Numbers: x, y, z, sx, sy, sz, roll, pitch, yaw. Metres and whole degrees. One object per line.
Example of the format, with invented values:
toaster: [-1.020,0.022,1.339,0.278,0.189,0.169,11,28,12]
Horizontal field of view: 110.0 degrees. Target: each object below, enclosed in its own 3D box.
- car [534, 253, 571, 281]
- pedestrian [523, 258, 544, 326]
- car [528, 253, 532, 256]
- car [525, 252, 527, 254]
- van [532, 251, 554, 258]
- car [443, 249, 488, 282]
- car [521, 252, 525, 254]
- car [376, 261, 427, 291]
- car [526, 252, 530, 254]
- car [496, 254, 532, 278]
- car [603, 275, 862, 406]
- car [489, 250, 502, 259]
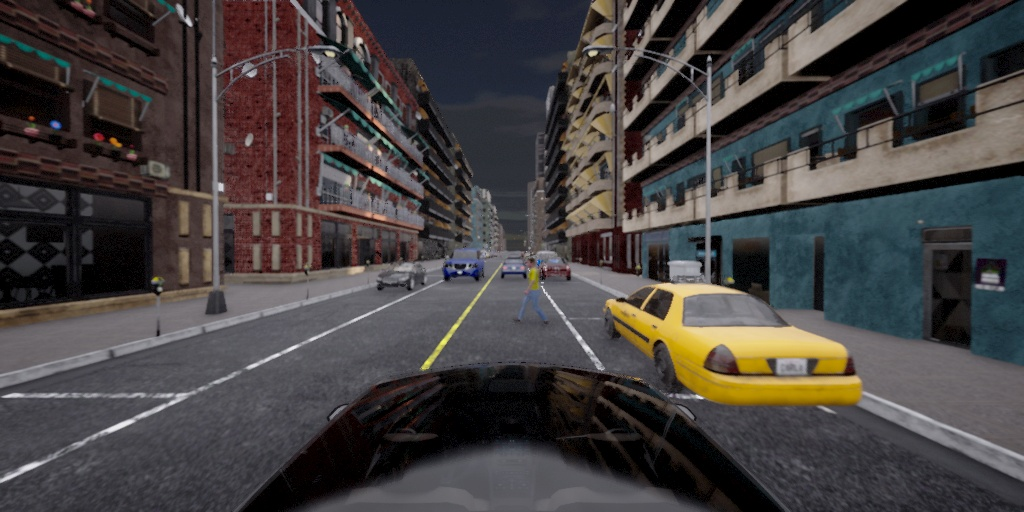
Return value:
car: [2.779,0.737,24.182,1.967,1.591,4.097,0,0,0]
pedestrian: [0.557,0.888,9.427,0.375,1.860,0.375,1,1,0]
car: [2.823,0.621,35.226,1.888,1.381,4.507,0,0,0]
car: [2.865,0.422,46.272,1.948,1.339,4.313,0,0,0]
van: [2.801,0.527,29.704,1.690,1.789,3.998,0,0,0]
car: [-3.015,0.530,23.597,2.150,2.045,5.566,0,1,0]
car: [0.231,0.467,43.100,2.033,1.411,5.357,0,1,1]
car: [-5.623,0.957,18.706,2.007,1.370,4.403,0,0,0]
car: [2.844,0.511,40.749,1.888,1.381,4.507,0,0,0]
car: [0.148,0.803,26.271,2.033,1.411,5.357,0,1,1]
car: [3.018,1.110,6.420,1.801,1.575,5.366,0,1,0]
car: [-2.753,-0.247,65.142,1.994,1.385,4.181,0,1,0]
